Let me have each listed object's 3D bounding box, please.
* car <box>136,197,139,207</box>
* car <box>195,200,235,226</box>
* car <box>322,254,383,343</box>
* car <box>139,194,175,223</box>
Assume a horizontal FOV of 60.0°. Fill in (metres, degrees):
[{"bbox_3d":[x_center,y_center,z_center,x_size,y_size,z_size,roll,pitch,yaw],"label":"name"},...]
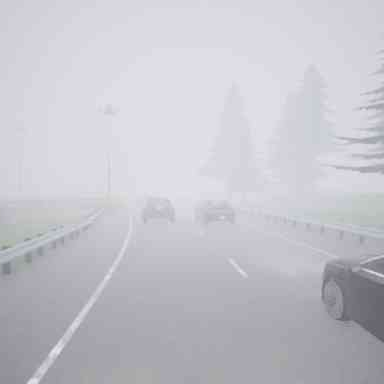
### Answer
[{"bbox_3d":[-5.820,1.044,40.898,2.128,1.511,4.902,0,1,-12],"label":"car"},{"bbox_3d":[1.394,1.247,21.543,2.128,1.511,4.902,0,1,-9],"label":"car"},{"bbox_3d":[3.354,1.435,4.192,2.128,1.511,4.902,0,1,-2],"label":"car"},{"bbox_3d":[-2.482,1.095,23.485,2.097,1.767,4.553,0,1,-10],"label":"car"}]
